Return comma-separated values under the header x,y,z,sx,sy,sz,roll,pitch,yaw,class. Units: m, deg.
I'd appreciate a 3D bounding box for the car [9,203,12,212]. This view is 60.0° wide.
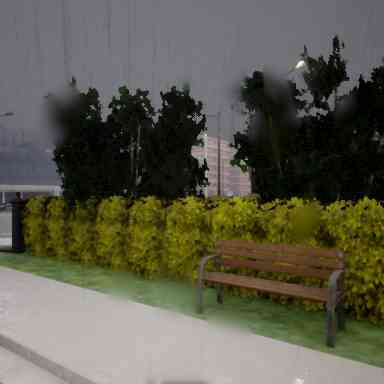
x,y,z,sx,sy,sz,roll,pitch,yaw,class
-16.616,1.479,35.837,1.812,1.442,4.674,0,0,35,car

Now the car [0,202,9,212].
x,y,z,sx,sy,sz,roll,pitch,yaw,class
-19.754,1.520,37.455,1.994,1.385,4.181,0,0,35,car
